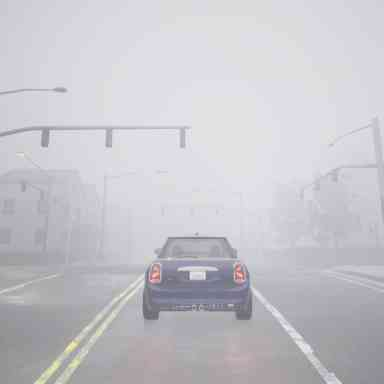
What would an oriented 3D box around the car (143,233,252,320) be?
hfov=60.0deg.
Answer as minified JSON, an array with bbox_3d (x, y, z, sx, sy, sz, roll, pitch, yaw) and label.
[{"bbox_3d":[0.104,1.809,8.250,2.097,1.767,4.553,0,-7,0],"label":"car"}]
